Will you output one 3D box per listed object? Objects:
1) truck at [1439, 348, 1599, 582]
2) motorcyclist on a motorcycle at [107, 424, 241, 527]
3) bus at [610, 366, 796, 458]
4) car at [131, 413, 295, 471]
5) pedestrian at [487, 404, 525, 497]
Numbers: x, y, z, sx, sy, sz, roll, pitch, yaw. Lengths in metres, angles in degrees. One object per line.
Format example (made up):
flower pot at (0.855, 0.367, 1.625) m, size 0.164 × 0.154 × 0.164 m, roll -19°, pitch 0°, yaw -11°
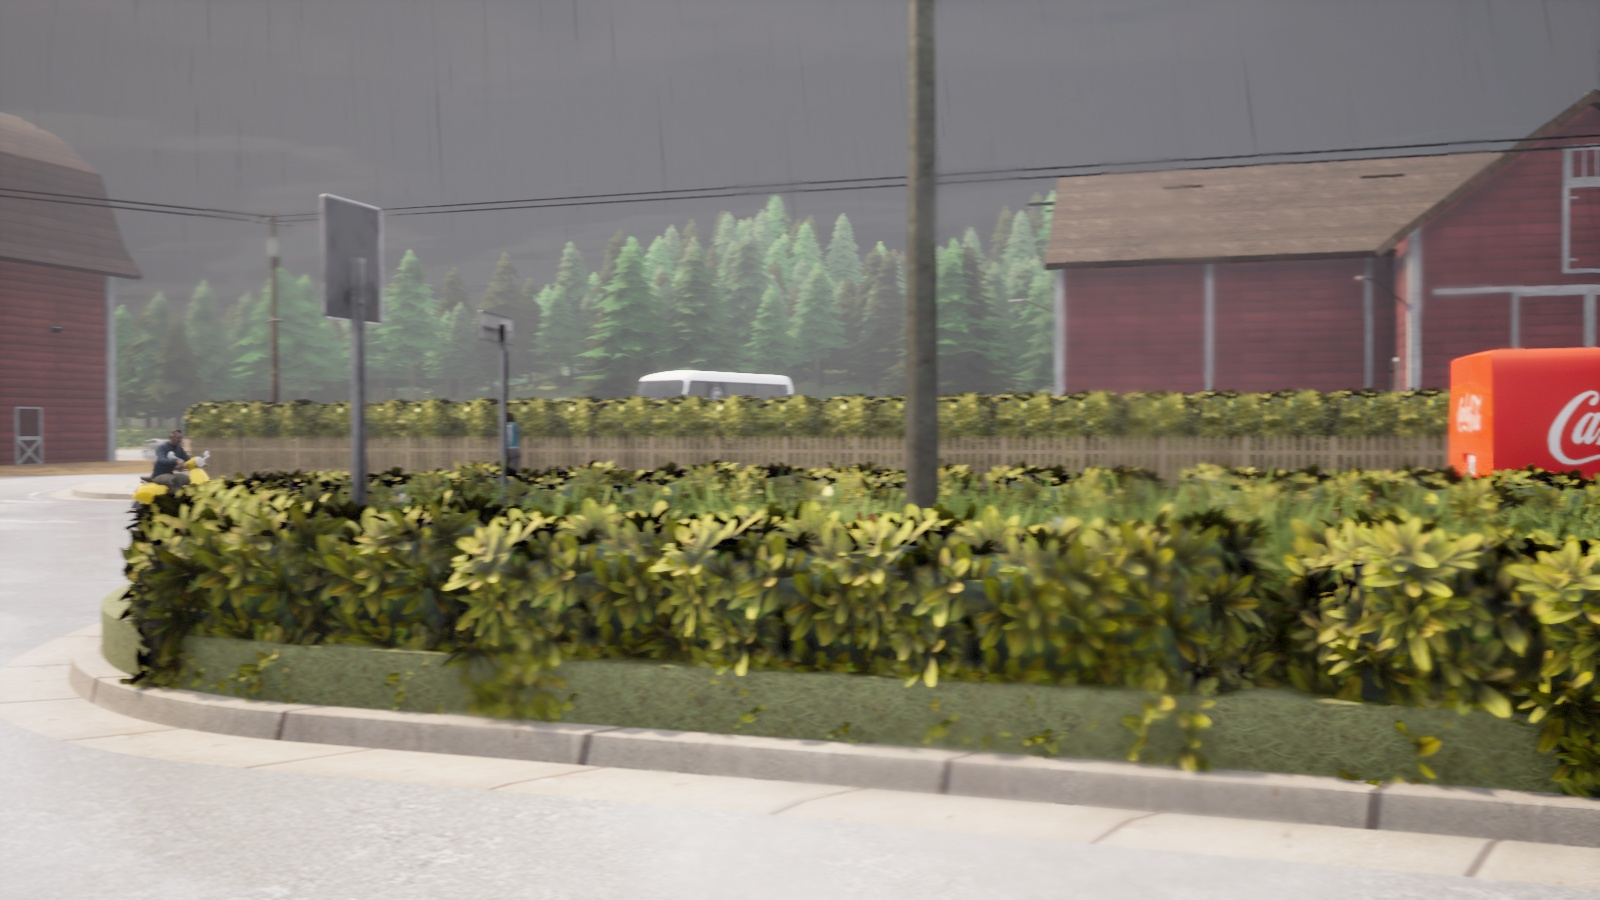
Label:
truck at (10.308, 0.157, 14.066) m, size 5.204 × 2.467 × 2.627 m, roll 1°, pitch 1°, yaw 17°
motorcyclist on a motorcycle at (-10.047, 0.388, 20.177) m, size 1.817 × 1.590 × 0.866 m, roll 1°, pitch 1°, yaw 17°
bus at (-4.693, -1.863, 63.596) m, size 3.944 × 4.253 × 10.273 m, roll 1°, pitch 1°, yaw 33°
car at (-19.633, -0.298, 42.162) m, size 1.932 × 1.855 × 4.605 m, roll 1°, pitch 1°, yaw 39°
pedestrian at (-6.224, 0.003, 26.581) m, size 0.692 × 1.930 × 0.396 m, roll 1°, pitch 1°, yaw 22°
